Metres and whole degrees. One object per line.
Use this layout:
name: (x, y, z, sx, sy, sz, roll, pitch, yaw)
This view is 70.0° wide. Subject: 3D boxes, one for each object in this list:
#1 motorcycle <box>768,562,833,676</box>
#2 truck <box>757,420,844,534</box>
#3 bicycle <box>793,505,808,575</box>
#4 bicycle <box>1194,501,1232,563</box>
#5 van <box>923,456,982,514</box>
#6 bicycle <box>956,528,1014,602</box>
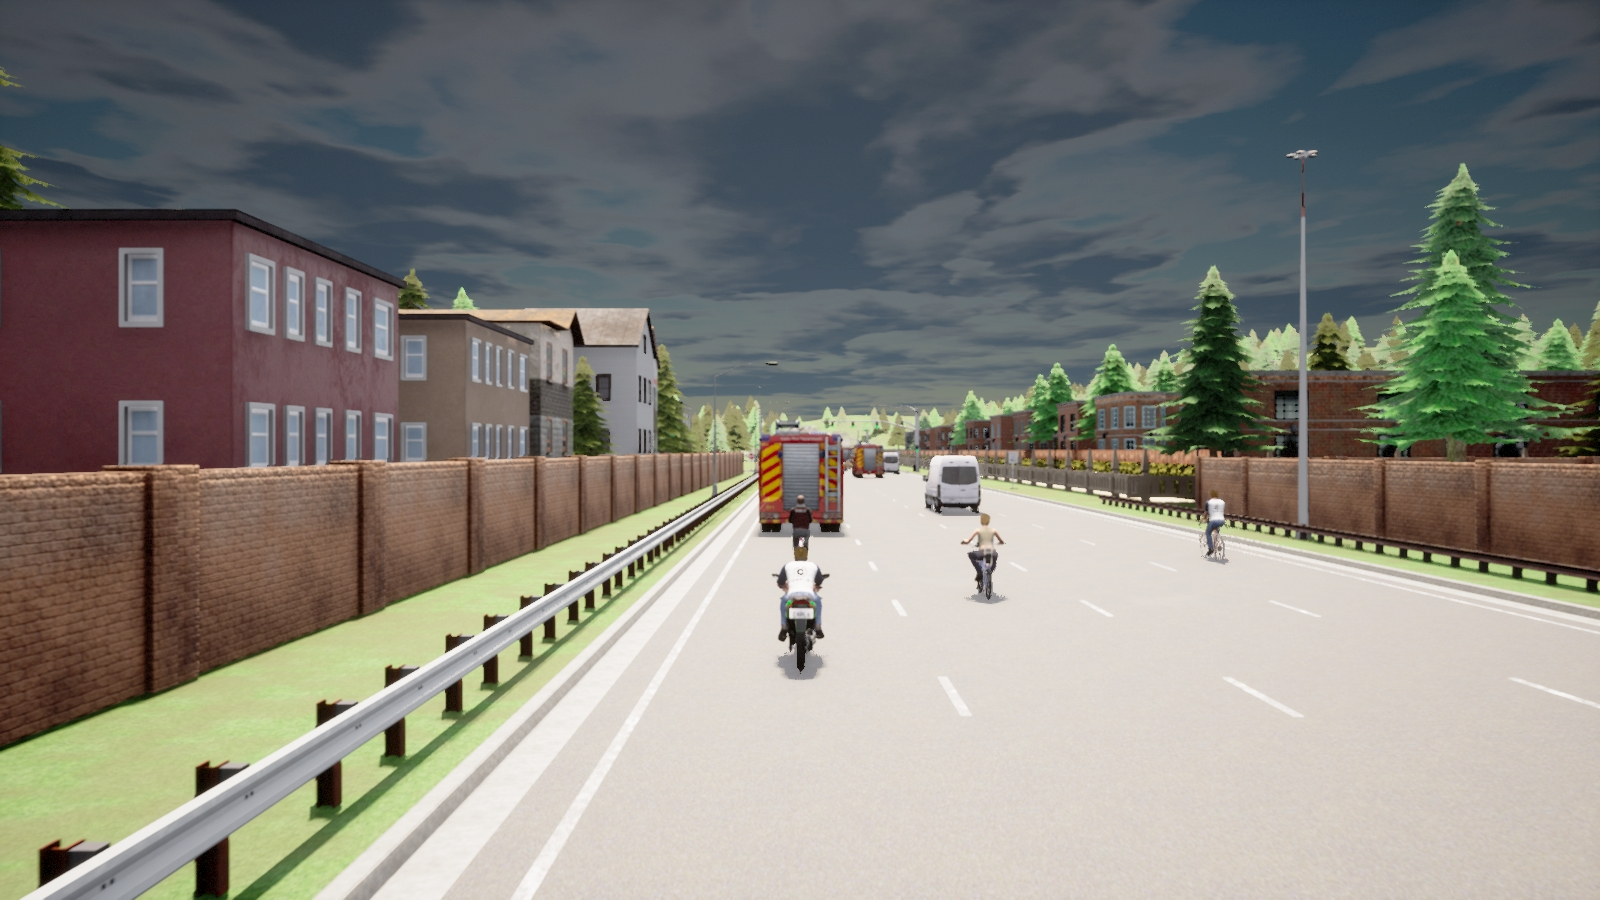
motorcycle: (0.011, 2.195, 15.205, 0.803, 1.199, 2.033, 0, 1, 0)
truck: (0.025, 0.910, 42.479, 2.891, 3.827, 8.468, 0, 0, 0)
bicycle: (0.012, 2.073, 26.635, 0.329, 1.471, 1.835, 0, 0, 0)
bicycle: (10.516, 2.070, 29.147, 0.373, 1.496, 1.643, 0, 0, 0)
van: (7.033, 1.559, 53.291, 1.988, 2.561, 5.915, 0, 0, 0)
bicycle: (3.516, 2.168, 21.804, 0.859, 1.277, 1.487, 0, 0, 0)
